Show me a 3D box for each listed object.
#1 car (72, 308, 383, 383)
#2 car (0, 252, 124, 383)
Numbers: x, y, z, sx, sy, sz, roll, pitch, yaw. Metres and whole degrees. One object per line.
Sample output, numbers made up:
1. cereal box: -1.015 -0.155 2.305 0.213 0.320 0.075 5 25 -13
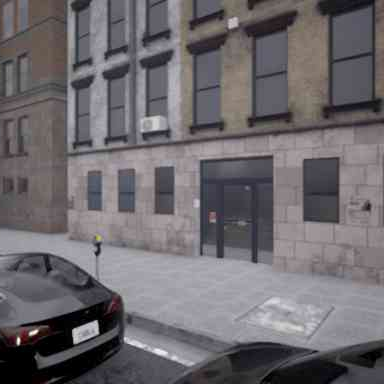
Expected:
1. car: 1.553 1.566 1.701 4.313 1.339 1.947 0 0 36
2. car: -2.850 1.565 4.849 4.313 1.339 1.947 0 0 36
